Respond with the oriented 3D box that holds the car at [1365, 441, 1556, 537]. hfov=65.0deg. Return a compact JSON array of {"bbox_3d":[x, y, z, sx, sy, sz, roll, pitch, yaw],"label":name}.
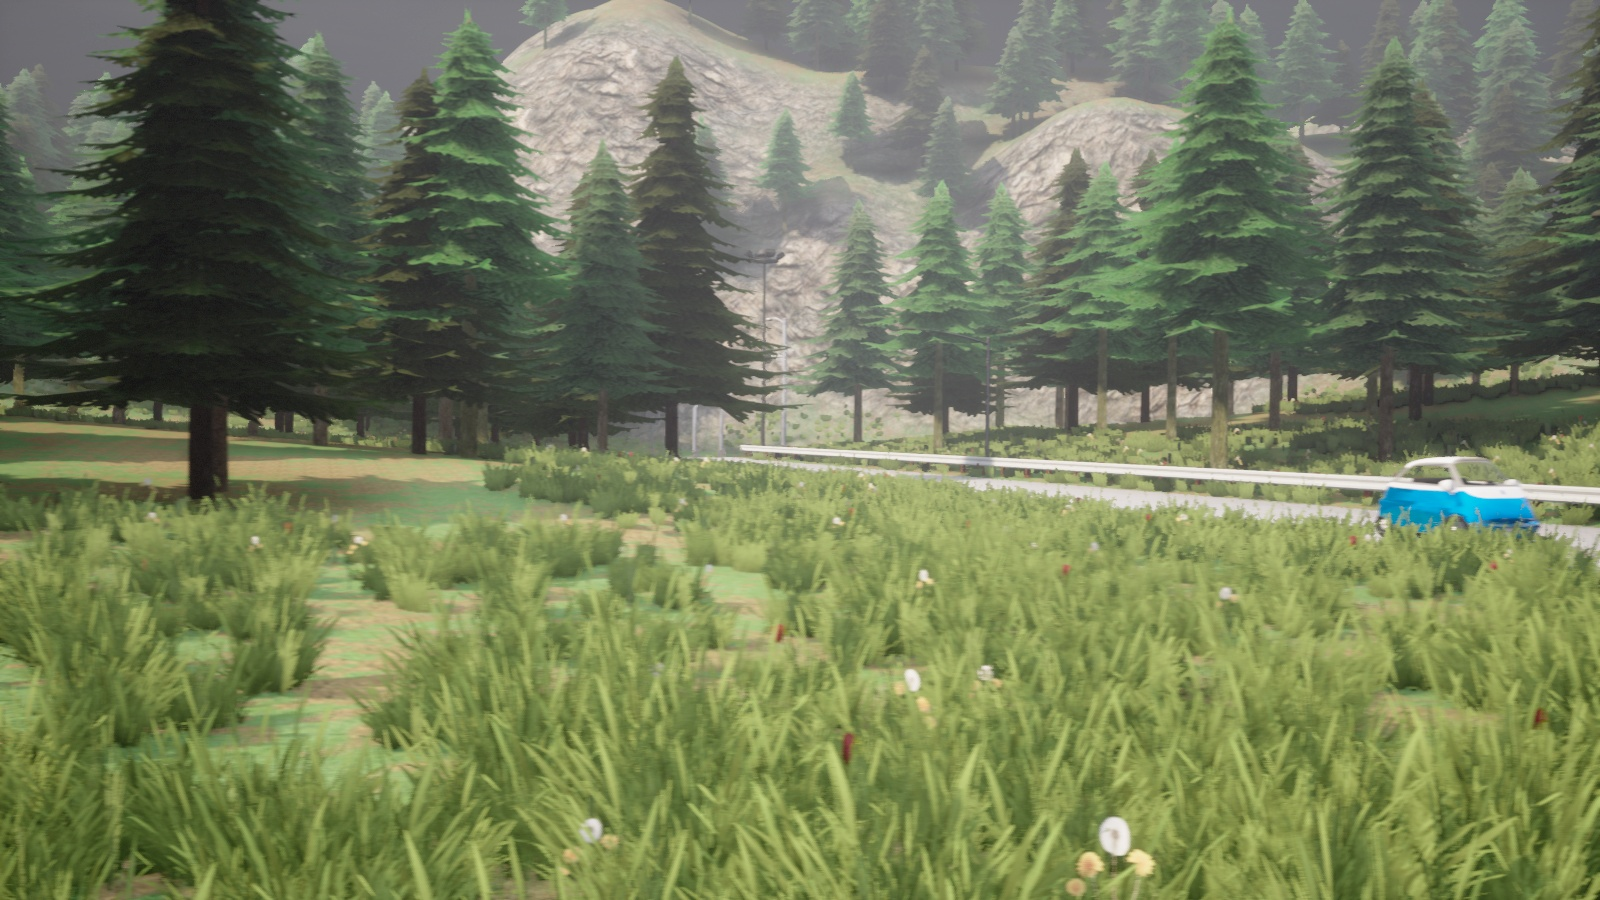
[{"bbox_3d":[10.266,0.563,19.638,1.481,1.376,2.207,-1,1,-21],"label":"car"}]
